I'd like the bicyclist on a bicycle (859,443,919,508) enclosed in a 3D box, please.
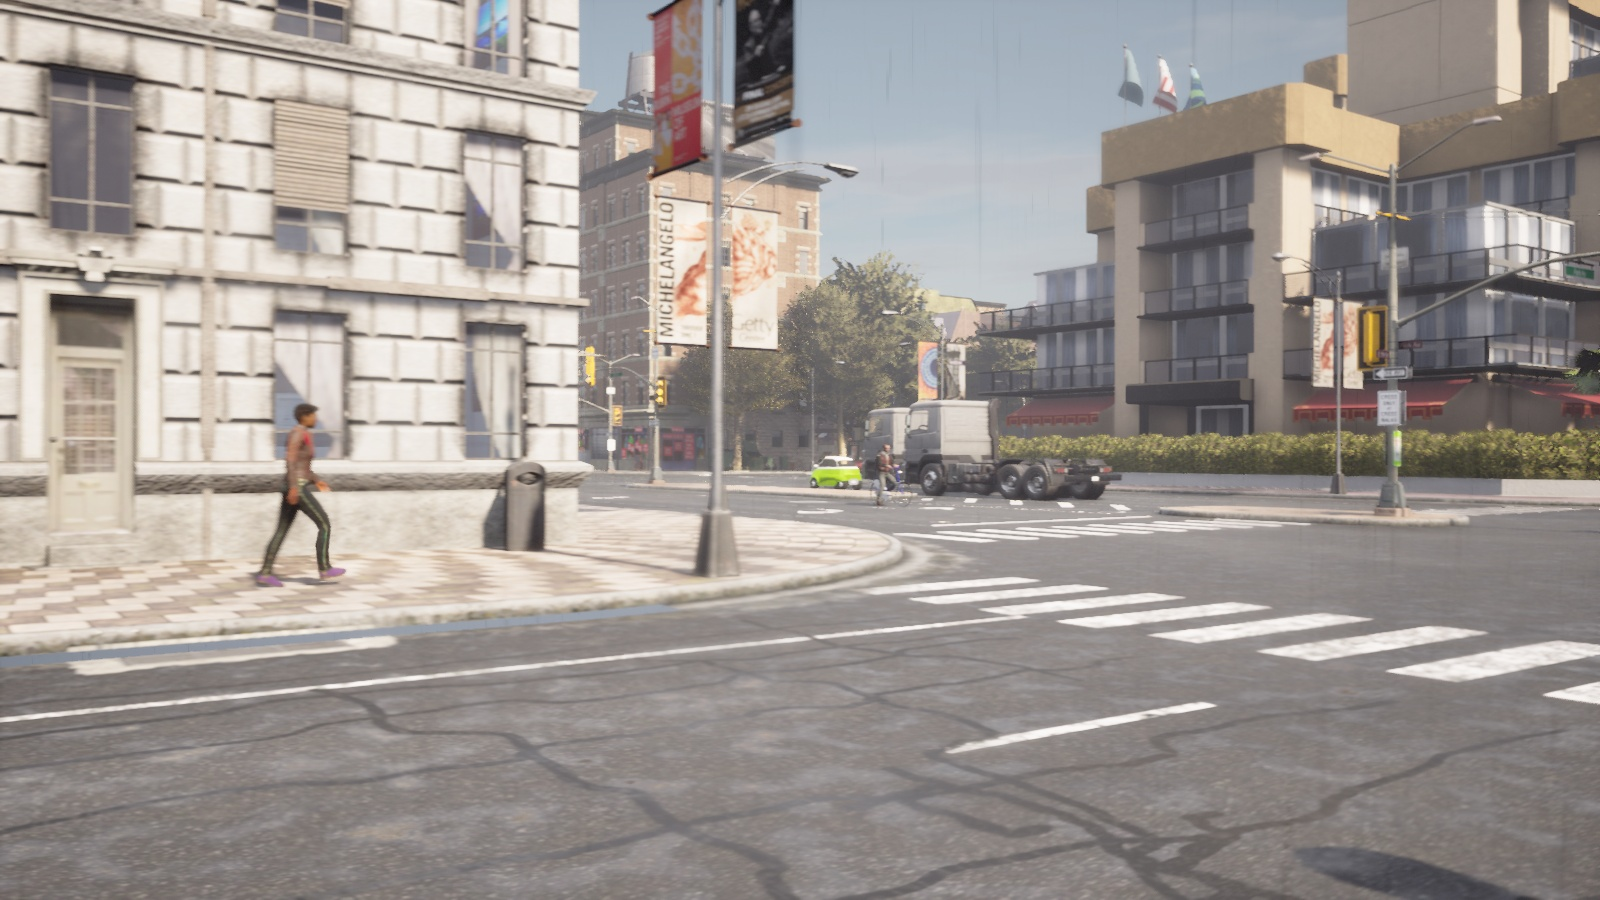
[{"bbox_3d":[2.473,0.696,35.088,0.659,1.776,1.843,0,0,-35],"label":"bicyclist on a bicycle"}]

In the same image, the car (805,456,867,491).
[{"bbox_3d":[1.435,0.920,50.388,1.481,1.376,2.207,0,0,-35],"label":"car"}]

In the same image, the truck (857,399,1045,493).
[{"bbox_3d":[5.864,-0.126,50.191,2.891,3.462,7.936,0,0,-35],"label":"truck"}]

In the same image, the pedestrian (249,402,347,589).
[{"bbox_3d":[-4.984,0.443,12.470,0.869,1.805,0.328,0,0,-28],"label":"pedestrian"}]

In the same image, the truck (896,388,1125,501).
[{"bbox_3d":[6.932,-0.147,42.631,2.891,3.462,7.936,0,0,-35],"label":"truck"}]
